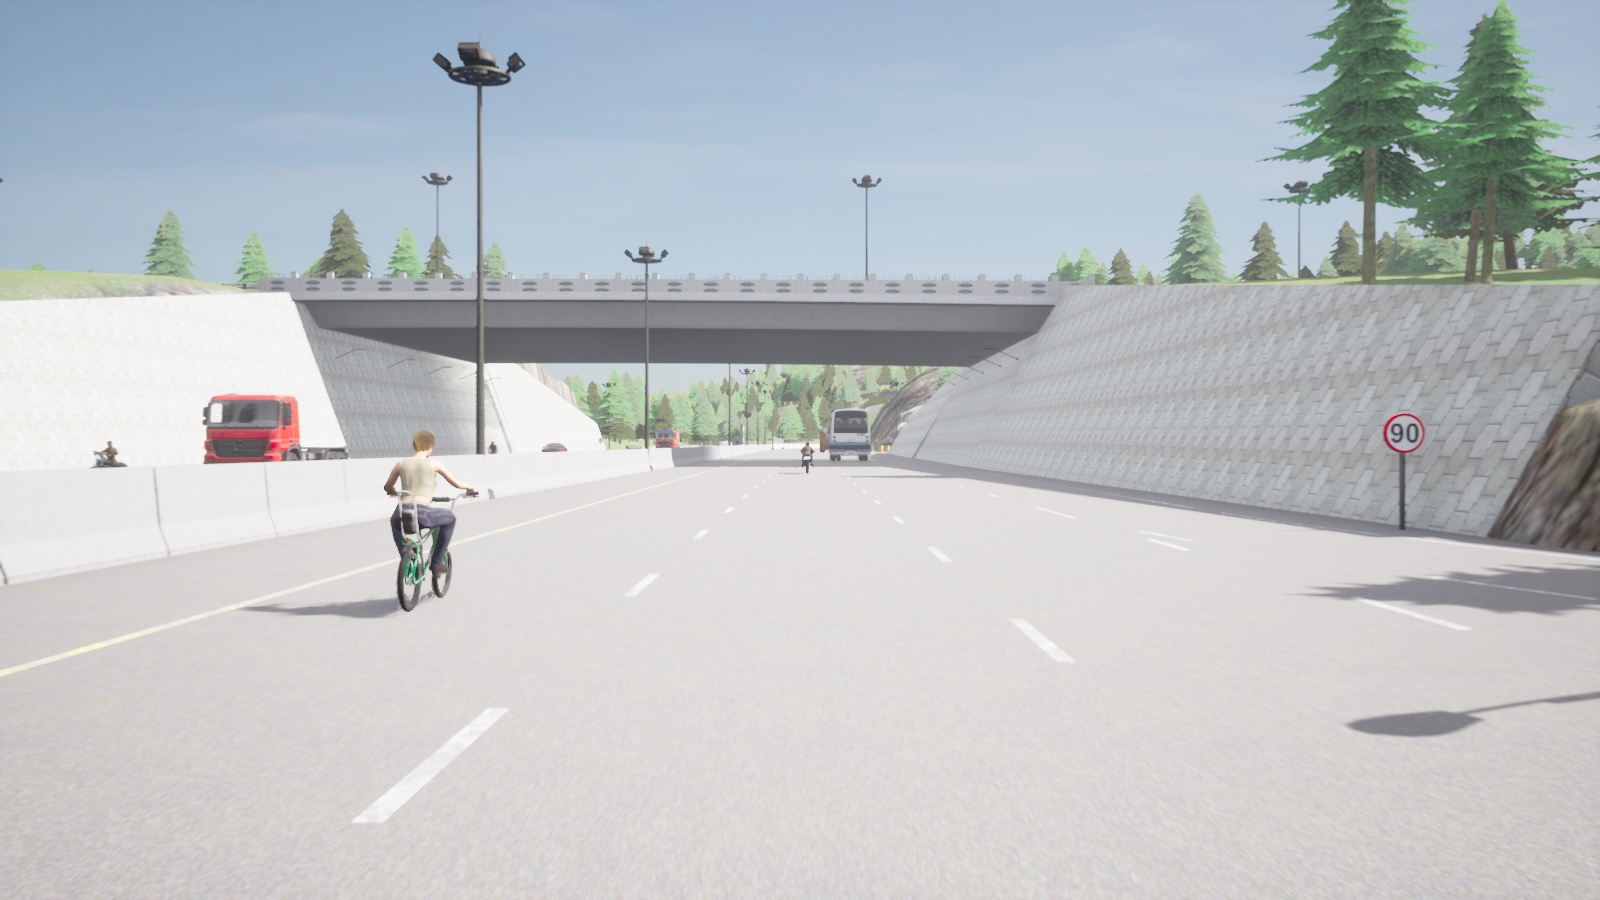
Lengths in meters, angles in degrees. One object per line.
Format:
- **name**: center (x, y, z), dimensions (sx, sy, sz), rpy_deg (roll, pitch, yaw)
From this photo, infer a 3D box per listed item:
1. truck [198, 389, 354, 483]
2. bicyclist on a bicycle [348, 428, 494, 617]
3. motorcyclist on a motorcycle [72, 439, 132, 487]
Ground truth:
- **truck**: center (-20.699, -0.535, 50.201), dimensions (2.891, 3.462, 7.936), rpy_deg (0, 0, 0)
- **bicyclist on a bicycle**: center (-3.424, 0.615, 11.493), dimensions (0.866, 1.612, 1.509), rpy_deg (0, 0, 1)
- **motorcyclist on a motorcycle**: center (-24.237, 0.431, 43.631), dimensions (0.766, 1.649, 2.350), rpy_deg (0, 0, 0)
